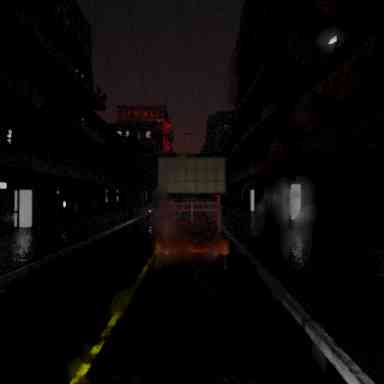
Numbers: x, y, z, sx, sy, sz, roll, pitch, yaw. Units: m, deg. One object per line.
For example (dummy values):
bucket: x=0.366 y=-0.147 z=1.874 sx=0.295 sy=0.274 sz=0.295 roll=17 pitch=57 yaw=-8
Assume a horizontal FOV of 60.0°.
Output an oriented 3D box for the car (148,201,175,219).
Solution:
car: x=-2.852 y=1.730 z=30.507 sx=1.895 sy=1.301 sz=4.718 roll=0 pitch=0 yaw=0

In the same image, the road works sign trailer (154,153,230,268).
road works sign trailer: x=0.000 y=0.496 z=11.329 sx=2.380 sy=3.560 sz=2.880 roll=0 pitch=0 yaw=0

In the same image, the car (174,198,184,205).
car: x=-2.756 y=1.922 z=71.103 sx=1.812 sy=1.442 sz=4.674 roll=0 pitch=0 yaw=0
